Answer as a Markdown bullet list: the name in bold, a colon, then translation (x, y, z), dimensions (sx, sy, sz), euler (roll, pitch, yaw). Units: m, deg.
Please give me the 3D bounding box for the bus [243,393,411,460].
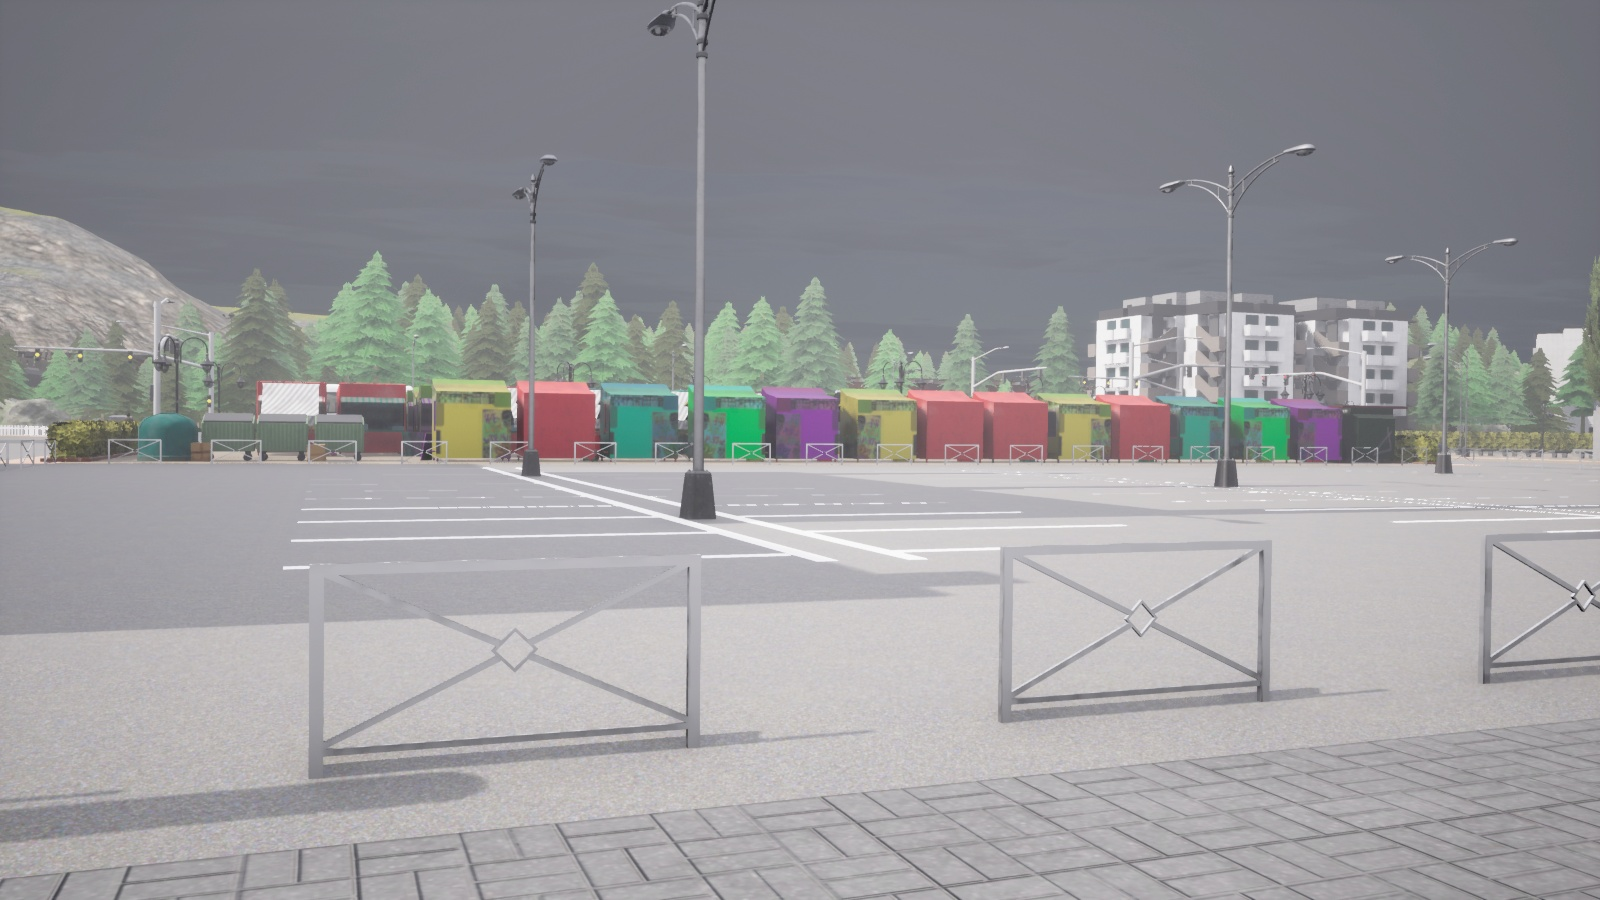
- **bus**: translation (-31.637, -1.609, 84.334), dimensions (10.273, 4.253, 3.944), euler (-1, 1, -21)
